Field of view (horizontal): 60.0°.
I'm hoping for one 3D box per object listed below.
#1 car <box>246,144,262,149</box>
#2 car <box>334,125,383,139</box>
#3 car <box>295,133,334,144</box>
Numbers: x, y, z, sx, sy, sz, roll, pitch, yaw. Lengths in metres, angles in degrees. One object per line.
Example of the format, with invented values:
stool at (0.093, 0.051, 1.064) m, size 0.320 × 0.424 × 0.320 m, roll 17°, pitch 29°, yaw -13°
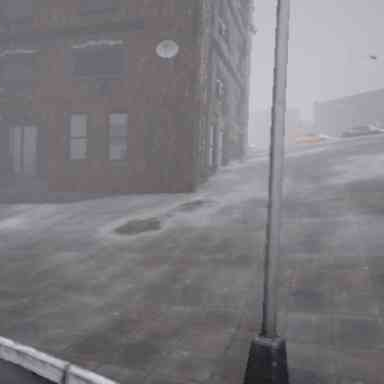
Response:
car at (7.558, -5.645, 44.137) m, size 2.231 × 1.521 × 4.892 m, roll 1°, pitch 2°, yaw -29°
car at (15.683, -5.141, 29.742) m, size 2.185 × 1.767 × 4.553 m, roll 1°, pitch 2°, yaw -29°
car at (12.972, -5.355, 34.546) m, size 2.185 × 1.767 × 4.553 m, roll 1°, pitch 2°, yaw -29°
